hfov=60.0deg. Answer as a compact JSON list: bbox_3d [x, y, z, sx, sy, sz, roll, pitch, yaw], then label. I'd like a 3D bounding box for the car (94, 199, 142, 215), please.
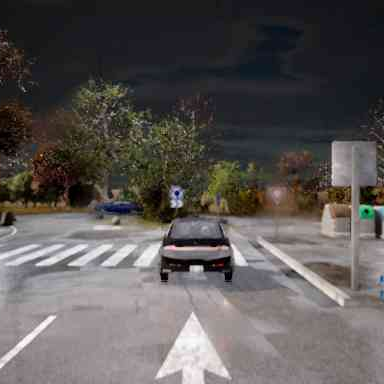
[{"bbox_3d":[-7.583,1.501,34.492,5.008,1.535,1.882,2,-1,-13],"label":"car"}]

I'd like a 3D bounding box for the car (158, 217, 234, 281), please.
[{"bbox_3d":[0.103,1.484,9.787,2.128,1.511,4.902,0,0,0],"label":"car"}]
